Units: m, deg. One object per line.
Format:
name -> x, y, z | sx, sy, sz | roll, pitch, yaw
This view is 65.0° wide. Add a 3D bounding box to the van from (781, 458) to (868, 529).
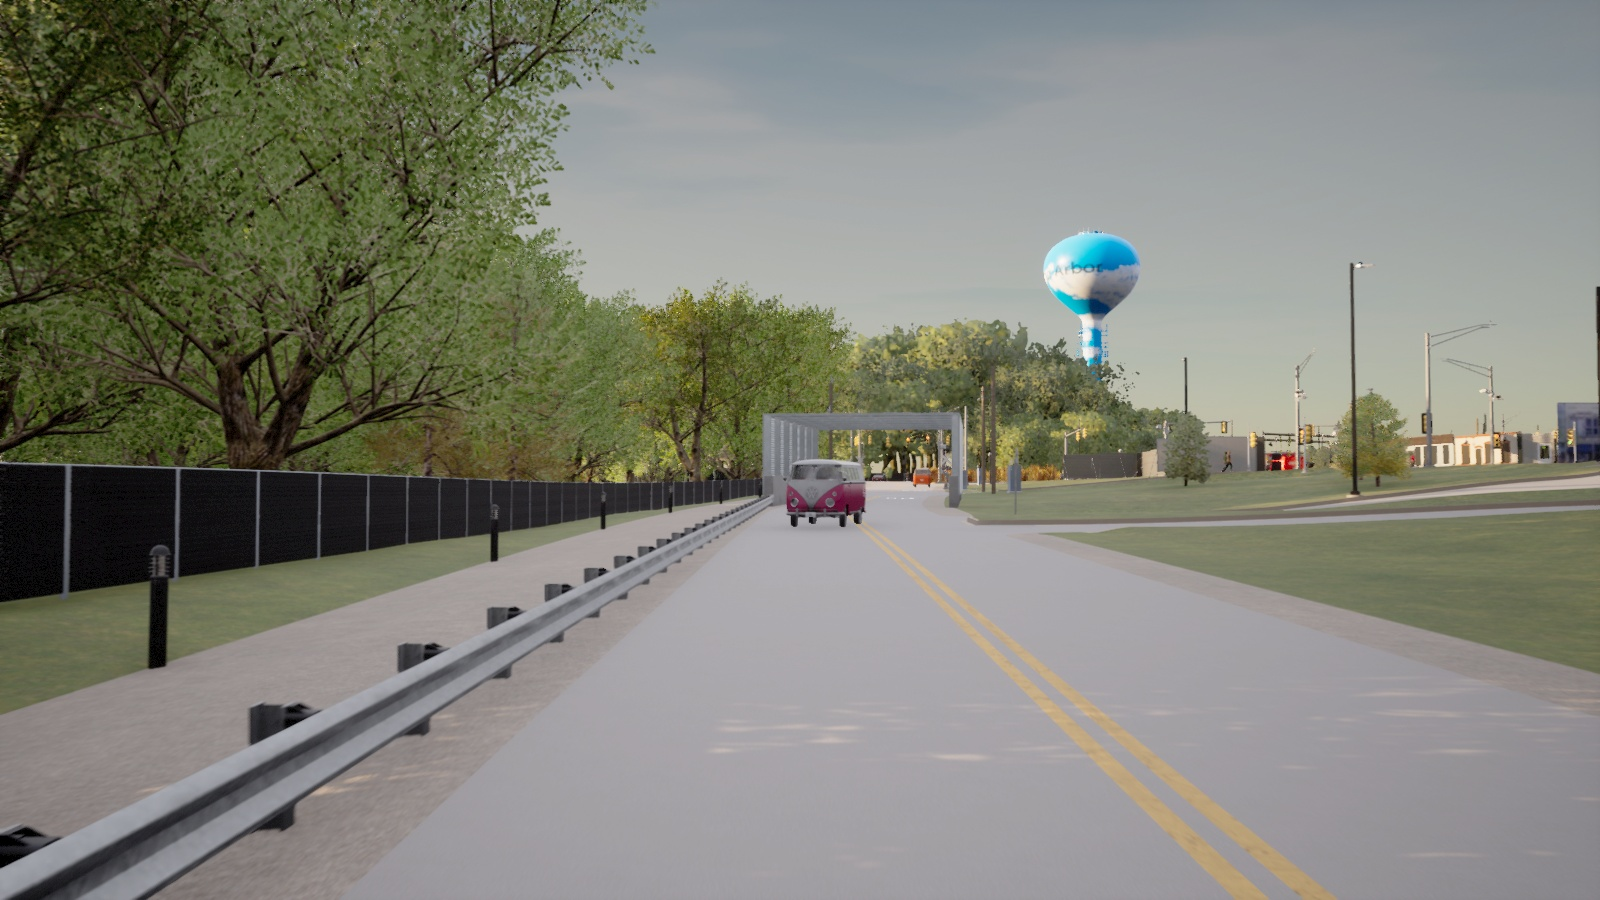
van -> 0.802, 1.285, 37.803 | 1.775, 1.987, 4.442 | -1, -1, 12
